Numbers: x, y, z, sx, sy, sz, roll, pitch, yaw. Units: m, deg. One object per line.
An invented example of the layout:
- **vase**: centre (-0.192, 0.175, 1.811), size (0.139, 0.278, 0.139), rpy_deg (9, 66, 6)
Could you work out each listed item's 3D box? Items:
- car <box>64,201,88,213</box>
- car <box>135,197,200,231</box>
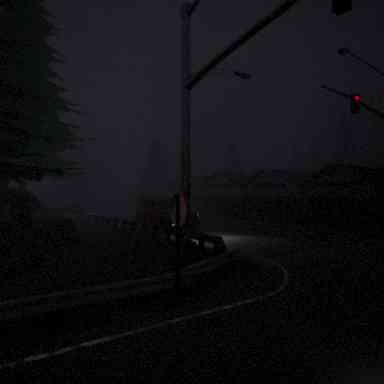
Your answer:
- **car**: centre (-13.826, 1.753, 39.462), size (1.994, 1.385, 4.181), rpy_deg (0, 0, -31)
- **car**: centre (-1.734, 1.405, 21.747), size (2.150, 2.045, 5.566), rpy_deg (0, 1, -35)
